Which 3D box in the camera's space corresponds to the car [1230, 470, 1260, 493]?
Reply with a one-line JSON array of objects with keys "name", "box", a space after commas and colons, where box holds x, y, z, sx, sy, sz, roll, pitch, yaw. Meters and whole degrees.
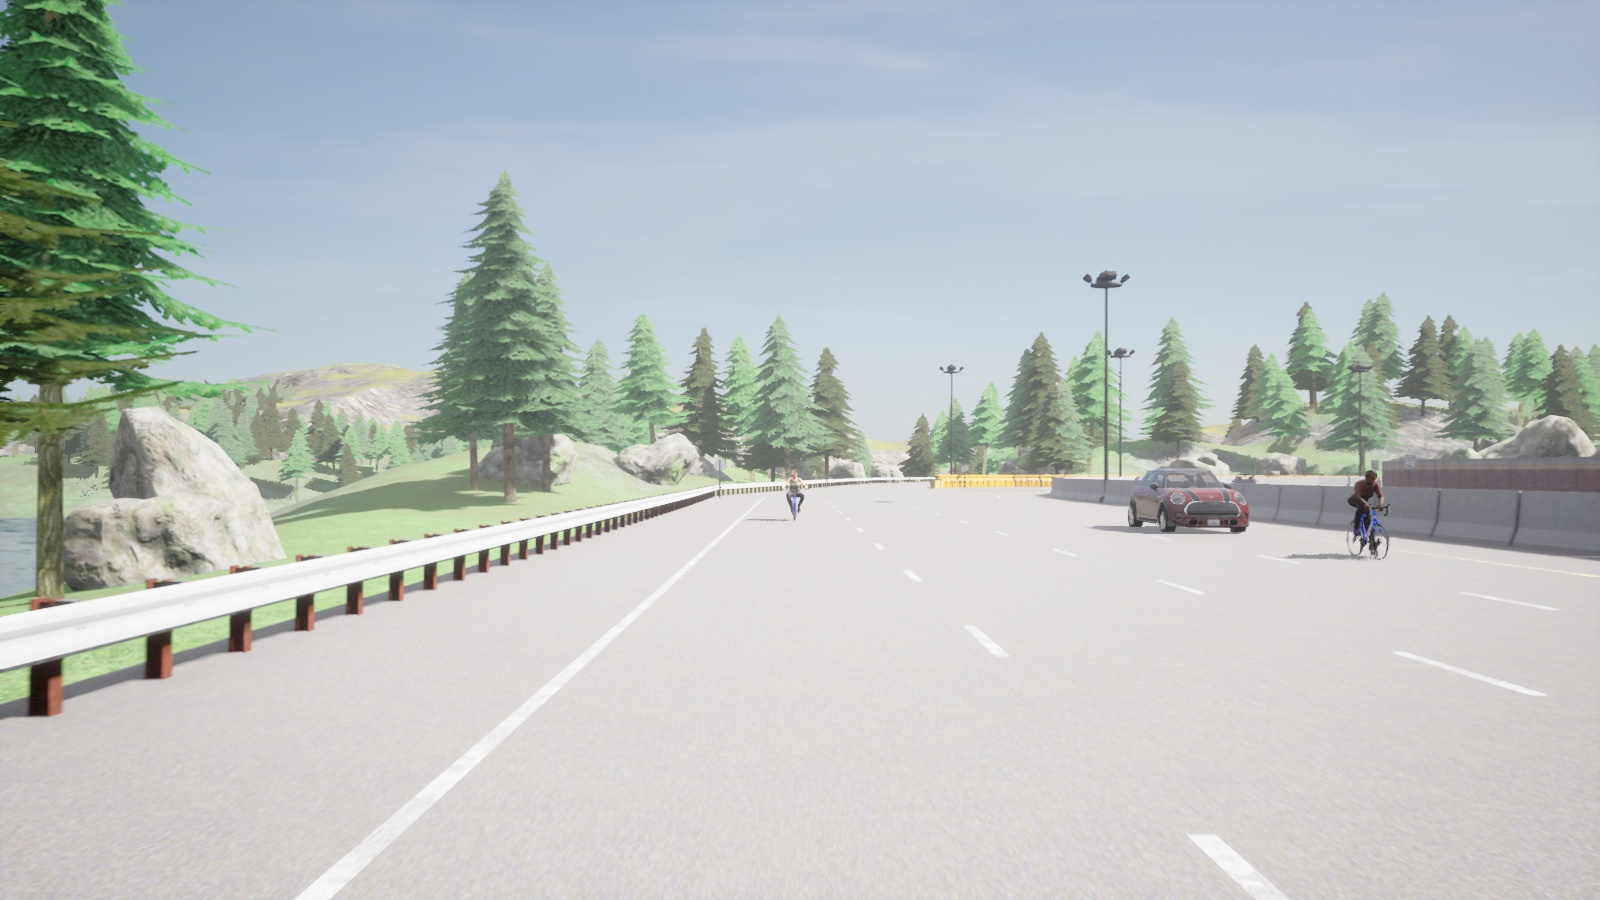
[{"name": "car", "box": [30.690, 2.155, 86.582, 1.845, 1.501, 3.633, -1, -1, 21]}]

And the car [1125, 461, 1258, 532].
[{"name": "car", "box": [10.373, 1.195, 33.669, 2.097, 1.767, 4.553, 0, -1, 0]}]

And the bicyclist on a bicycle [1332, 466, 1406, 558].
[{"name": "bicyclist on a bicycle", "box": [10.427, 1.112, 23.052, 0.582, 1.620, 1.656, 0, -1, 0]}]
